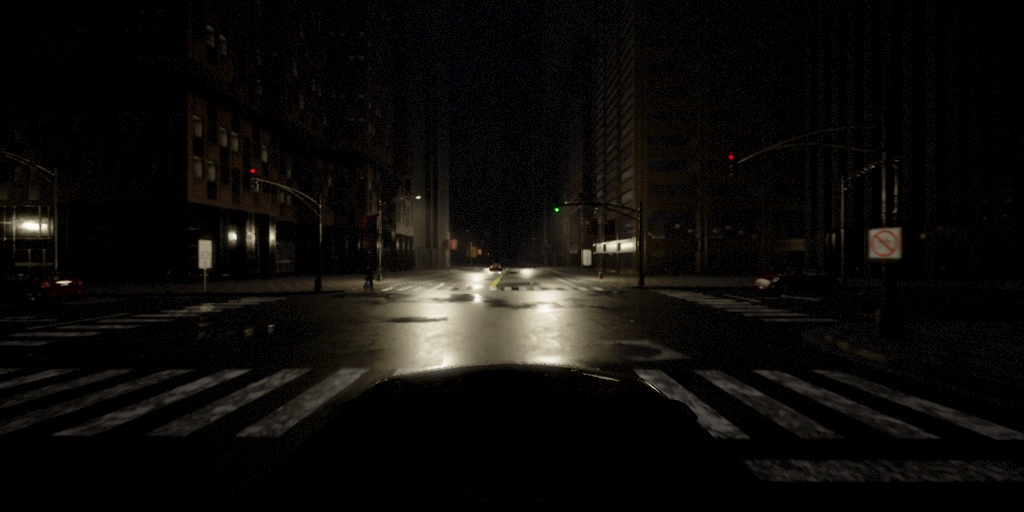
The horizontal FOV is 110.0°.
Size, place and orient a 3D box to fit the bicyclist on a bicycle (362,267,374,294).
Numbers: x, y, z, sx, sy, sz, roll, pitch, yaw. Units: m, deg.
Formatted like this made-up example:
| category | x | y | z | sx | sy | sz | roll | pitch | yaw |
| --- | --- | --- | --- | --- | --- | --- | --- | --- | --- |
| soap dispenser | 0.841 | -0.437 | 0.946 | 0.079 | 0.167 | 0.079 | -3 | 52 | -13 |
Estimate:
| category | x | y | z | sx | sy | sz | roll | pitch | yaw |
| --- | --- | --- | --- | --- | --- | --- | --- | --- | --- |
| bicyclist on a bicycle | -8.678 | 1.488 | 21.713 | 0.582 | 1.620 | 1.656 | 0 | 0 | 0 |

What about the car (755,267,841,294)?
| category | x | y | z | sx | sy | sz | roll | pitch | yaw |
| --- | --- | --- | --- | --- | --- | --- | --- | --- | --- |
| car | 16.751 | 1.347 | 21.220 | 4.097 | 1.591 | 1.967 | 0 | 0 | 1 |

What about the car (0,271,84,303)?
| category | x | y | z | sx | sy | sz | roll | pitch | yaw |
| --- | --- | --- | --- | --- | --- | --- | --- | --- | --- |
| car | -24.669 | 1.467 | 18.230 | 4.097 | 1.591 | 1.967 | 0 | 0 | 0 |
